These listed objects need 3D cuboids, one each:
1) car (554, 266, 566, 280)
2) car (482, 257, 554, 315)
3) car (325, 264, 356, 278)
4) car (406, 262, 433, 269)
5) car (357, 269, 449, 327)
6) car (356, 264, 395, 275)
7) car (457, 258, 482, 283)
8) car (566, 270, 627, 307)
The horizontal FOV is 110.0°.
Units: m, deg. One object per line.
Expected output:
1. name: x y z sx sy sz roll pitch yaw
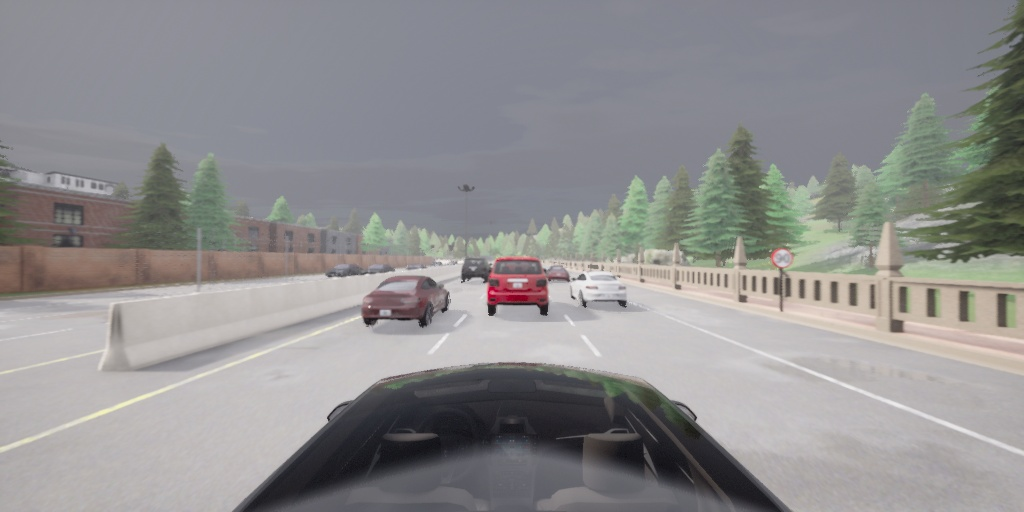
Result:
1. car: 4.002 1.557 32.466 1.994 1.385 4.181 0 0 1
2. car: 0.229 1.066 14.277 2.150 2.045 5.566 0 -1 1
3. car: -17.124 1.512 37.068 2.033 1.411 5.357 0 0 1
4. car: -10.109 1.555 37.744 1.994 1.385 4.181 0 0 1
5. car: -3.306 1.341 11.768 1.812 1.442 4.674 0 0 1
6. car: -13.624 1.523 37.048 2.033 1.411 5.357 0 0 1
7. car: -3.019 1.183 31.013 2.150 2.045 5.566 0 0 1
8. car: 3.763 1.395 16.084 1.812 1.442 4.674 0 0 1
